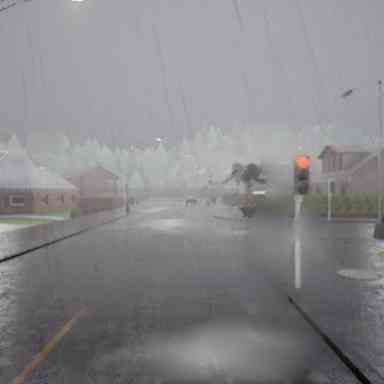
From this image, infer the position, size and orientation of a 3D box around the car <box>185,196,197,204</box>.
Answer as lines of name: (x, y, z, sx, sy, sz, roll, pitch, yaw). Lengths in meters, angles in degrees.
car: (-0.145, 1.525, 61.746, 1.837, 1.490, 4.892, 0, 0, 0)
